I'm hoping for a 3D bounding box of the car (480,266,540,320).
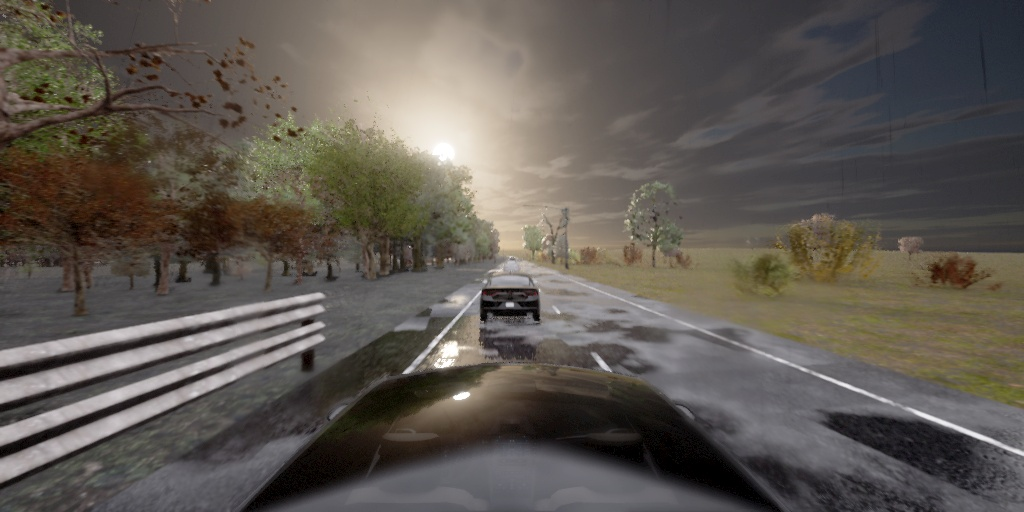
[{"bbox_3d":[-0.059,1.293,12.893,1.882,1.535,5.008,0,-1,0],"label":"car"}]

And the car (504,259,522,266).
[{"bbox_3d":[-0.056,1.440,43.208,1.812,1.442,4.674,0,0,0],"label":"car"}]
